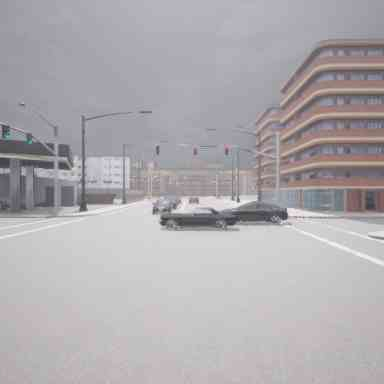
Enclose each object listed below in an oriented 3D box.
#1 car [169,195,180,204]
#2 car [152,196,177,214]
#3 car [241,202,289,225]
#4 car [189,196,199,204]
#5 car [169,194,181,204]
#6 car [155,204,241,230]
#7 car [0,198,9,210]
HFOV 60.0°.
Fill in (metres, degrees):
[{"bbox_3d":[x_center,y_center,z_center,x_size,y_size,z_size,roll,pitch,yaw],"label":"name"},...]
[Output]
[{"bbox_3d":[-3.133,1.352,44.948,2.097,1.767,4.553,0,0,0],"label":"car"},{"bbox_3d":[-3.076,1.491,35.230,2.128,1.511,4.902,0,0,0],"label":"car"},{"bbox_3d":[4.368,1.505,23.784,4.892,1.490,1.837,0,0,1],"label":"car"},{"bbox_3d":[0.345,1.491,63.731,2.128,1.511,4.902,0,0,0],"label":"car"},{"bbox_3d":[-3.208,1.352,65.120,2.097,1.767,4.553,0,0,0],"label":"car"},{"bbox_3d":[0.351,1.601,20.321,4.718,1.301,1.895,0,0,1],"label":"car"},{"bbox_3d":[-23.943,1.456,39.422,3.806,1.475,1.970,0,0,1],"label":"car"}]
